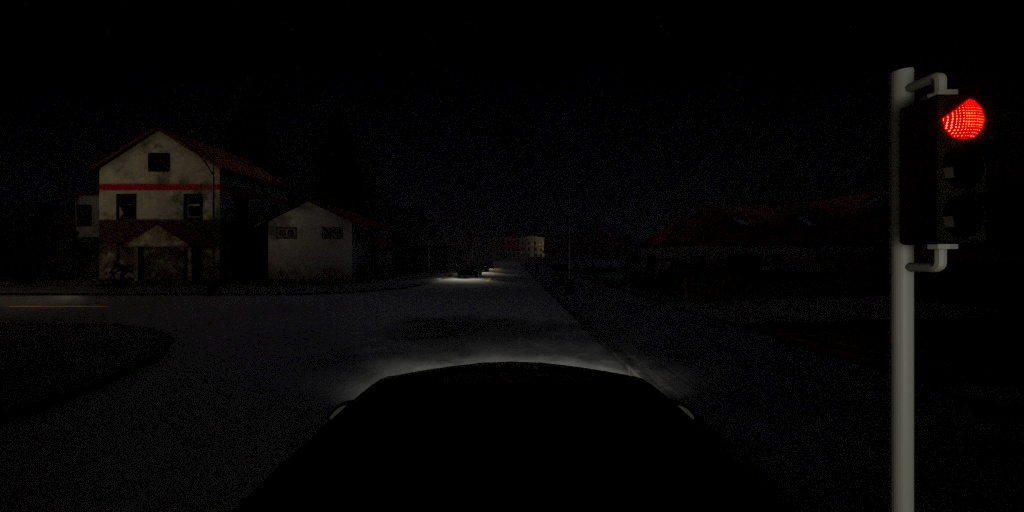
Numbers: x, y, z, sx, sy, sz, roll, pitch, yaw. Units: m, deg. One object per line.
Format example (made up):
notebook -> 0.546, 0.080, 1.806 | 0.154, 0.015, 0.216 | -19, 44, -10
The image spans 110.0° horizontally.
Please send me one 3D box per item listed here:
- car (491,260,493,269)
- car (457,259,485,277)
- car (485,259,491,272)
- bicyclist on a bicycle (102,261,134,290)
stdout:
car -> -4.068, 1.227, 57.279 | 1.882, 1.535, 5.008 | 0, 1, 0
car -> -4.115, 1.227, 35.314 | 1.882, 1.535, 5.008 | 0, 0, 2
car -> -4.093, 1.227, 46.145 | 1.882, 1.535, 5.008 | 0, 0, 0
bicyclist on a bicycle -> -22.540, 1.099, 20.531 | 0.582, 1.620, 1.656 | 0, 0, 0
